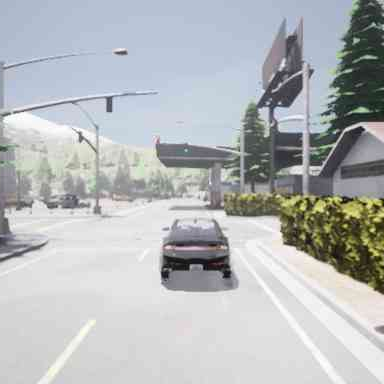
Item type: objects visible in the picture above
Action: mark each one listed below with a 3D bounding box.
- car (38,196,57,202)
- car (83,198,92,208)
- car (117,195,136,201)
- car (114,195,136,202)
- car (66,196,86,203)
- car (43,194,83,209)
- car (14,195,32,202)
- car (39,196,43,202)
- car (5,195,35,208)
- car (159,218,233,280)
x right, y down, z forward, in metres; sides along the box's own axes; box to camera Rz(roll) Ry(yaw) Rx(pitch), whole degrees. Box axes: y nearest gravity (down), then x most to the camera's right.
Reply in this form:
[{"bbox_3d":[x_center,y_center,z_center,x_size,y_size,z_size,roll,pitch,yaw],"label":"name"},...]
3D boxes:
[{"bbox_3d":[-35.108,1.634,81.028,3.806,1.475,1.970,0,0,-1],"label":"car"},{"bbox_3d":[-16.186,1.505,46.736,3.806,1.475,1.970,0,0,-1],"label":"car"},{"bbox_3d":[-16.512,1.599,84.129,4.514,1.523,2.007,0,0,-1],"label":"car"},{"bbox_3d":[-16.441,1.580,80.992,5.027,1.636,2.152,0,0,-1],"label":"car"},{"bbox_3d":[-24.045,1.532,69.101,3.633,1.501,1.845,0,0,-1],"label":"car"},{"bbox_3d":[-16.777,1.211,43.408,3.866,1.878,1.905,0,0,-1],"label":"car"},{"bbox_3d":[-42.546,1.632,83.964,3.633,1.501,1.845,0,0,-1],"label":"car"},{"bbox_3d":[-24.027,1.480,59.108,4.514,1.523,2.007,0,0,-1],"label":"car"},{"bbox_3d":[-24.664,1.241,46.648,4.605,1.855,1.932,0,0,-1],"label":"car"},{"bbox_3d":[0.102,1.523,10.070,2.128,1.511,4.902,0,0,0],"label":"car"}]
